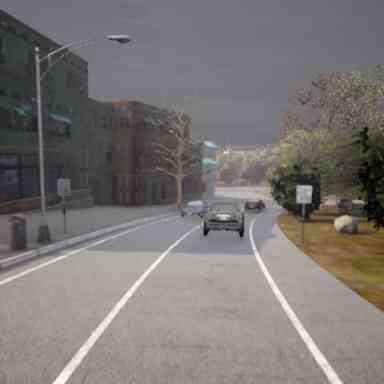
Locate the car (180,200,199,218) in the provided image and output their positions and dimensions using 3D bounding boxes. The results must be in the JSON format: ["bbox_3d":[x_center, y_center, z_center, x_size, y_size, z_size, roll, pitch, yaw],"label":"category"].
[{"bbox_3d":[0.412,1.434,28.488,1.812,1.442,4.674,1,0,15],"label":"car"}]

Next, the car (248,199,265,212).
[{"bbox_3d":[7.699,1.564,40.330,1.882,1.535,5.008,2,0,20],"label":"car"}]

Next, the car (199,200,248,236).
[{"bbox_3d":[1.875,1.325,18.573,2.097,1.767,4.553,1,0,9],"label":"car"}]
